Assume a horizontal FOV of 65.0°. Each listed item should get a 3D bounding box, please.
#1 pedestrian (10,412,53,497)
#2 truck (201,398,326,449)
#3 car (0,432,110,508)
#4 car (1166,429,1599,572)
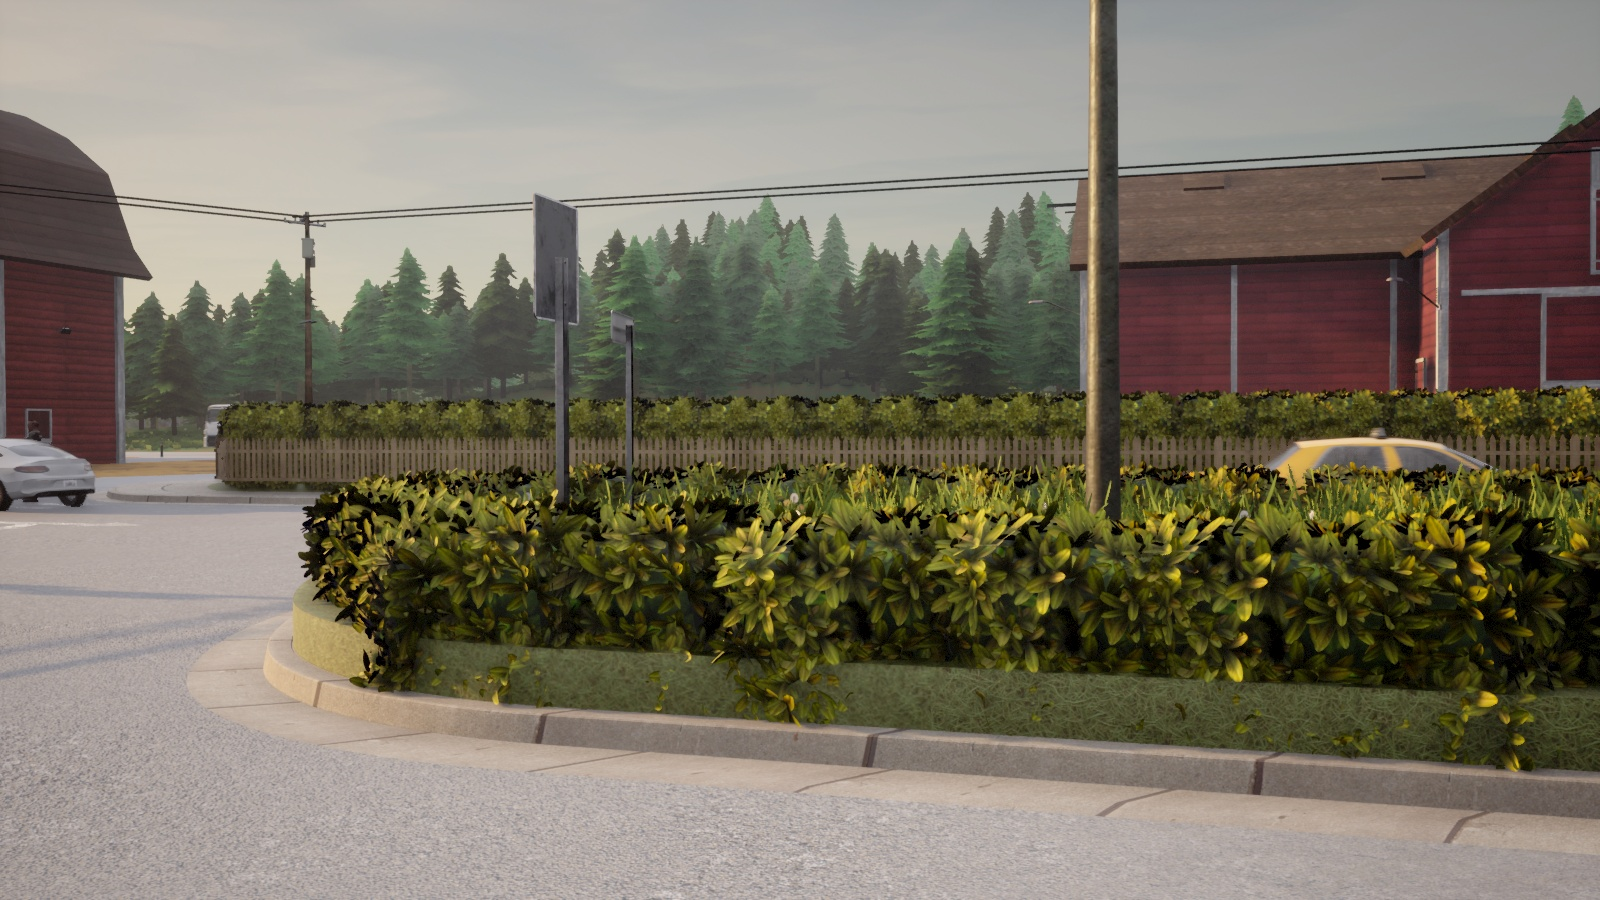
[{"bbox_3d":[-16.986,0.101,27.768,0.720,1.854,0.376,0,1,-16],"label":"pedestrian"},{"bbox_3d":[-37.106,-1.826,86.894,7.936,3.462,2.891,0,1,16],"label":"truck"},{"bbox_3d":[-16.910,0.360,26.338,4.674,1.442,1.812,1,1,24],"label":"car"},{"bbox_3d":[7.287,0.546,15.399,5.366,1.575,1.801,0,1,16],"label":"car"}]
